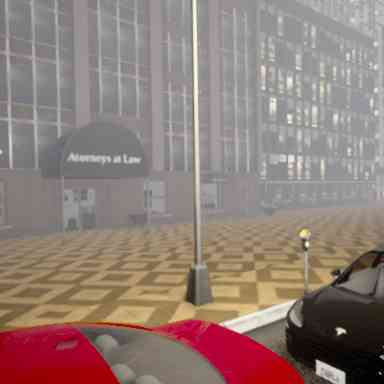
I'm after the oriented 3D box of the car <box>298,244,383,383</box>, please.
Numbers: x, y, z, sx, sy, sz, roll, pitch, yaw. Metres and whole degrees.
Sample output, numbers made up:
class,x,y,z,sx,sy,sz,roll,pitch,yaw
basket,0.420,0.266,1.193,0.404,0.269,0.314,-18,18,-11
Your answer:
class,x,y,z,sx,sy,sz,roll,pitch,yaw
car,3.203,1.454,4.675,4.313,1.339,1.947,-1,1,-35

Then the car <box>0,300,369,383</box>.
class,x,y,z,sx,sy,sz,roll,pitch,yaw
car,-1.321,1.549,1.508,4.507,1.381,1.887,-1,1,-35
